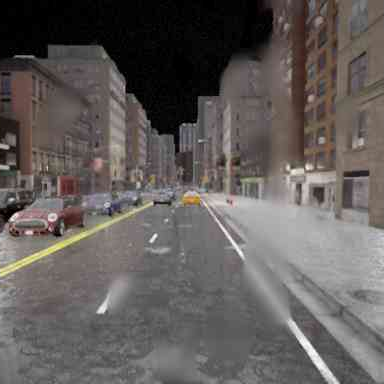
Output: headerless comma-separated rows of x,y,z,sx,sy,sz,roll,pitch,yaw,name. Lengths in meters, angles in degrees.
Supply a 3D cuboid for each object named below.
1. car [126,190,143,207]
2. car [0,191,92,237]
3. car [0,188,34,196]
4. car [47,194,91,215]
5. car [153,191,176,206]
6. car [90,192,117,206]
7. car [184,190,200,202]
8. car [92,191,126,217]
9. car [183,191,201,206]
-6.571,0.612,35.729,2.097,1.767,4.553,0,1,0,car
-6.591,1.011,15.707,2.097,1.767,4.553,0,1,0,car
-9.836,0.840,16.957,2.150,2.045,5.566,0,1,0,car
-9.851,0.941,27.037,1.812,1.442,4.674,0,1,0,car
-3.259,0.801,37.681,1.994,1.385,4.181,0,1,0,car
-9.813,0.742,37.258,1.812,1.442,4.674,0,1,1,car
-0.006,0.535,48.532,2.128,1.511,4.902,0,1,0,car
-6.594,0.828,24.695,2.097,1.767,4.553,0,1,0,car
-0.009,0.736,37.298,1.882,1.535,5.008,0,1,0,car
